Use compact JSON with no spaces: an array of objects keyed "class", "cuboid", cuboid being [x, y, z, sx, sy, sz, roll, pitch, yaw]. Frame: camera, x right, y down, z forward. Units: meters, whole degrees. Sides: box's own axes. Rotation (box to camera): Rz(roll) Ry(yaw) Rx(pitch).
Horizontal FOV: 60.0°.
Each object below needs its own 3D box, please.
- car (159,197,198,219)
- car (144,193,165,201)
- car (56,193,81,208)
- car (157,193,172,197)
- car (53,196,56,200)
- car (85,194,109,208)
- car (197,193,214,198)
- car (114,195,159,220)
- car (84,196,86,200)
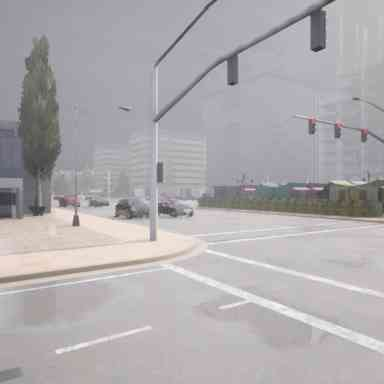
[{"class":"car","cuboid":[-1.658,1.490,29.700,2.128,1.511,4.902,0,0,-33]},{"class":"car","cuboid":[-9.109,1.151,81.147,4.605,1.855,1.932,0,0,-34]},{"class":"car","cuboid":[-18.041,1.222,49.015,2.150,2.045,5.566,0,0,-32]},{"class":"car","cuboid":[-7.537,1.154,78.716,3.866,1.878,1.905,0,0,-34]},{"class":"car","cuboid":[-35.264,1.477,88.004,1.882,1.535,5.008,0,0,-35]},{"class":"car","cuboid":[-13.555,1.476,48.441,1.882,1.535,5.008,0,0,-32]},{"class":"car","cuboid":[3.462,1.154,62.465,3.866,1.878,1.905,0,0,-34]},{"class":"car","cuboid":[-4.967,1.351,28.382,2.097,1.767,4.553,0,0,-32]},{"class":"car","cuboid":[-23.387,1.338,76.816,1.837,1.490,4.892,0,0,-34]}]
